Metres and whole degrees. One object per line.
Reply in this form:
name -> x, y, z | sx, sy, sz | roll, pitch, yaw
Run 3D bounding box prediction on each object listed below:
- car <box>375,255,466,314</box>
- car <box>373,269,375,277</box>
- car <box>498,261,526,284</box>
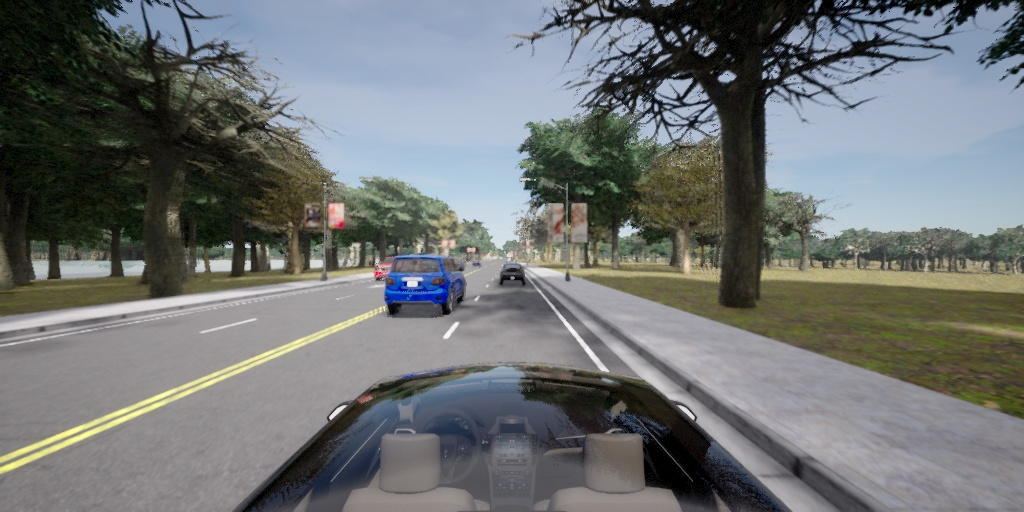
car -> -3.169, 0.984, 14.052 | 2.150, 2.045, 5.566 | 0, 0, 0
car -> -9.939, 1.023, 30.799 | 2.150, 2.045, 5.566 | 0, 0, 0
car -> 0.027, 1.297, 27.457 | 1.837, 1.490, 4.892 | 0, 0, 0
